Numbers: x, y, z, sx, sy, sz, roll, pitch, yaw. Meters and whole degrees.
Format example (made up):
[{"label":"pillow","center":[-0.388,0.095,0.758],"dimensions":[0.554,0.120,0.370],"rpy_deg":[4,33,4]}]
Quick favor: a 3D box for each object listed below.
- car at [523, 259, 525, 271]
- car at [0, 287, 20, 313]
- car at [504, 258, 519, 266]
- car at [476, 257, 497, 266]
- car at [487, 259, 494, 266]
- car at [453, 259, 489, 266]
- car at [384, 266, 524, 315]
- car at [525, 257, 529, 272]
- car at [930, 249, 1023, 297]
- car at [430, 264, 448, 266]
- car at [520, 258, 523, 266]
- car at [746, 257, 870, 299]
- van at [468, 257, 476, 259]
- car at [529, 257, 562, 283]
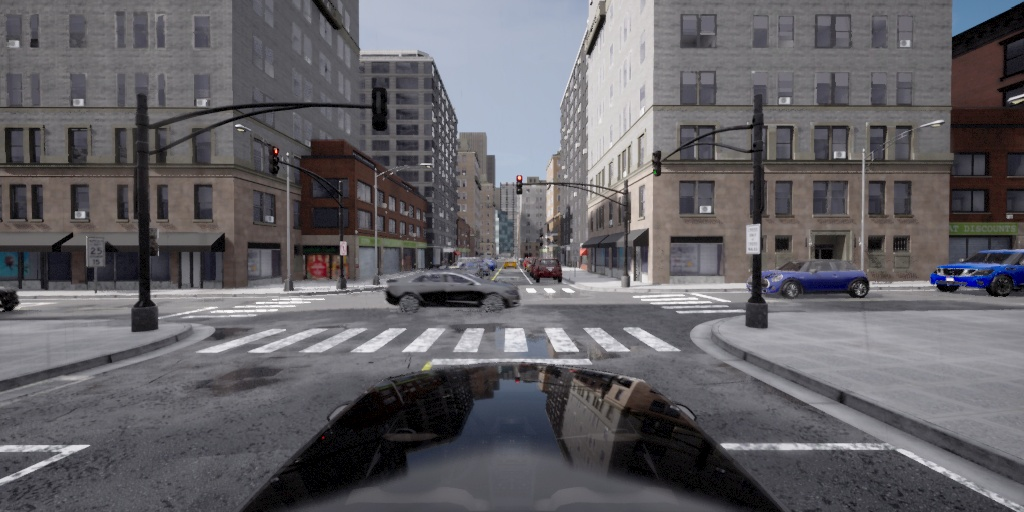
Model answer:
[{"label":"car","center":[2.674,1.276,45.105],"dimensions":[1.751,1.417,4.829],"rpy_deg":[0,0,0]},{"label":"car","center":[-21.191,1.425,12.996],"dimensions":[5.008,1.535,1.882],"rpy_deg":[0,1,0]},{"label":"car","center":[-0.242,1.225,57.149],"dimensions":[1.882,1.535,5.008],"rpy_deg":[0,0,0]},{"label":"car","center":[-3.278,1.228,47.315],"dimensions":[1.882,1.535,5.008],"rpy_deg":[0,0,0]},{"label":"car","center":[-3.245,1.300,37.133],"dimensions":[2.033,1.411,5.357],"rpy_deg":[0,0,0]},{"label":"car","center":[-3.204,1.244,27.311],"dimensions":[2.128,1.511,4.902],"rpy_deg":[0,0,0]},{"label":"car","center":[-2.139,1.254,13.162],"dimensions":[4.902,1.511,2.128],"rpy_deg":[0,1,0]},{"label":"car","center":[2.722,1.067,33.764],"dimensions":[2.192,1.841,5.009],"rpy_deg":[0,0,0]},{"label":"car","center":[22.978,0.708,16.562],"dimensions":[5.566,2.045,2.150],"rpy_deg":[-1,1,0]},{"label":"car","center":[-5.780,1.318,28.140],"dimensions":[1.948,1.339,4.313],"rpy_deg":[0,0,0]},{"label":"car","center":[2.651,1.064,50.521],"dimensions":[2.192,1.841,5.009],"rpy_deg":[0,0,0]},{"label":"car","center":[13.402,0.937,16.455],"dimensions":[4.553,1.767,2.097],"rpy_deg":[-1,1,-1]},{"label":"van","center":[-5.855,1.092,44.897],"dimensions":[1.690,1.789,3.998],"rpy_deg":[0,0,0]},{"label":"car","center":[2.746,1.066,28.178],"dimensions":[2.192,1.841,5.009],"rpy_deg":[0,0,0]}]
